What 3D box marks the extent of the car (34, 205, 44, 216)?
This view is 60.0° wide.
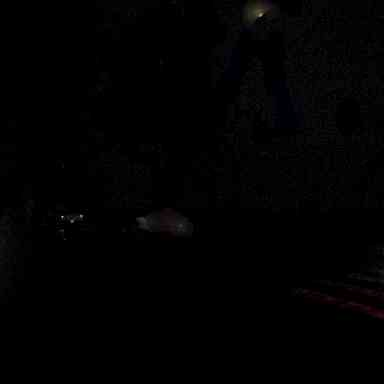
[{"bbox_3d":[-20.145,2.296,42.141,1.895,1.301,4.718,0,-1,-34],"label":"car"}]

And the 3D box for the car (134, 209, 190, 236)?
[{"bbox_3d":[-1.877,1.757,20.235,1.812,1.442,4.674,0,-1,-34],"label":"car"}]

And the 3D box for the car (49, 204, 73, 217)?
[{"bbox_3d":[-16.504,2.298,41.848,1.994,1.385,4.181,0,-1,-34],"label":"car"}]

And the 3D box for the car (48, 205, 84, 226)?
[{"bbox_3d":[-10.607,2.048,27.892,1.895,1.301,4.718,0,-1,-34],"label":"car"}]
